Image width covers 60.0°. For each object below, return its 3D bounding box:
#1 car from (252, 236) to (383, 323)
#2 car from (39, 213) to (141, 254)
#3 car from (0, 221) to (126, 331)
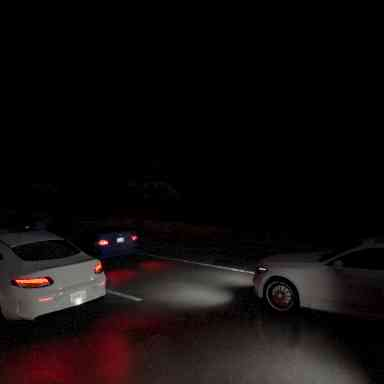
[{"bbox_3d":[3.375,1.525,5.885,4.674,1.442,1.812,0,0,36],"label":"car"},{"bbox_3d":[-4.149,1.431,11.310,5.357,1.411,2.033,1,1,36],"label":"car"},{"bbox_3d":[-3.677,1.455,6.651,4.674,1.442,1.812,1,1,36],"label":"car"}]
